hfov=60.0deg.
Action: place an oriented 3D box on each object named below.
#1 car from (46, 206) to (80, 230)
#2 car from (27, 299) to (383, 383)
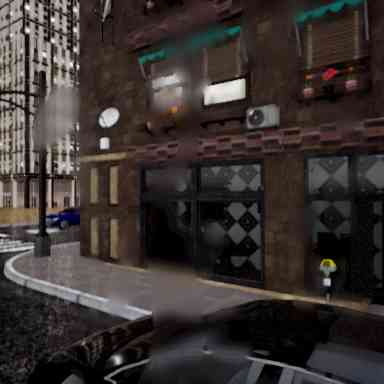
[{"bbox_3d":[-8.029,1.712,22.982,1.812,1.442,4.674,0,-1,33],"label":"car"},{"bbox_3d":[0.553,1.563,2.489,4.313,1.339,1.947,0,0,35],"label":"car"}]
